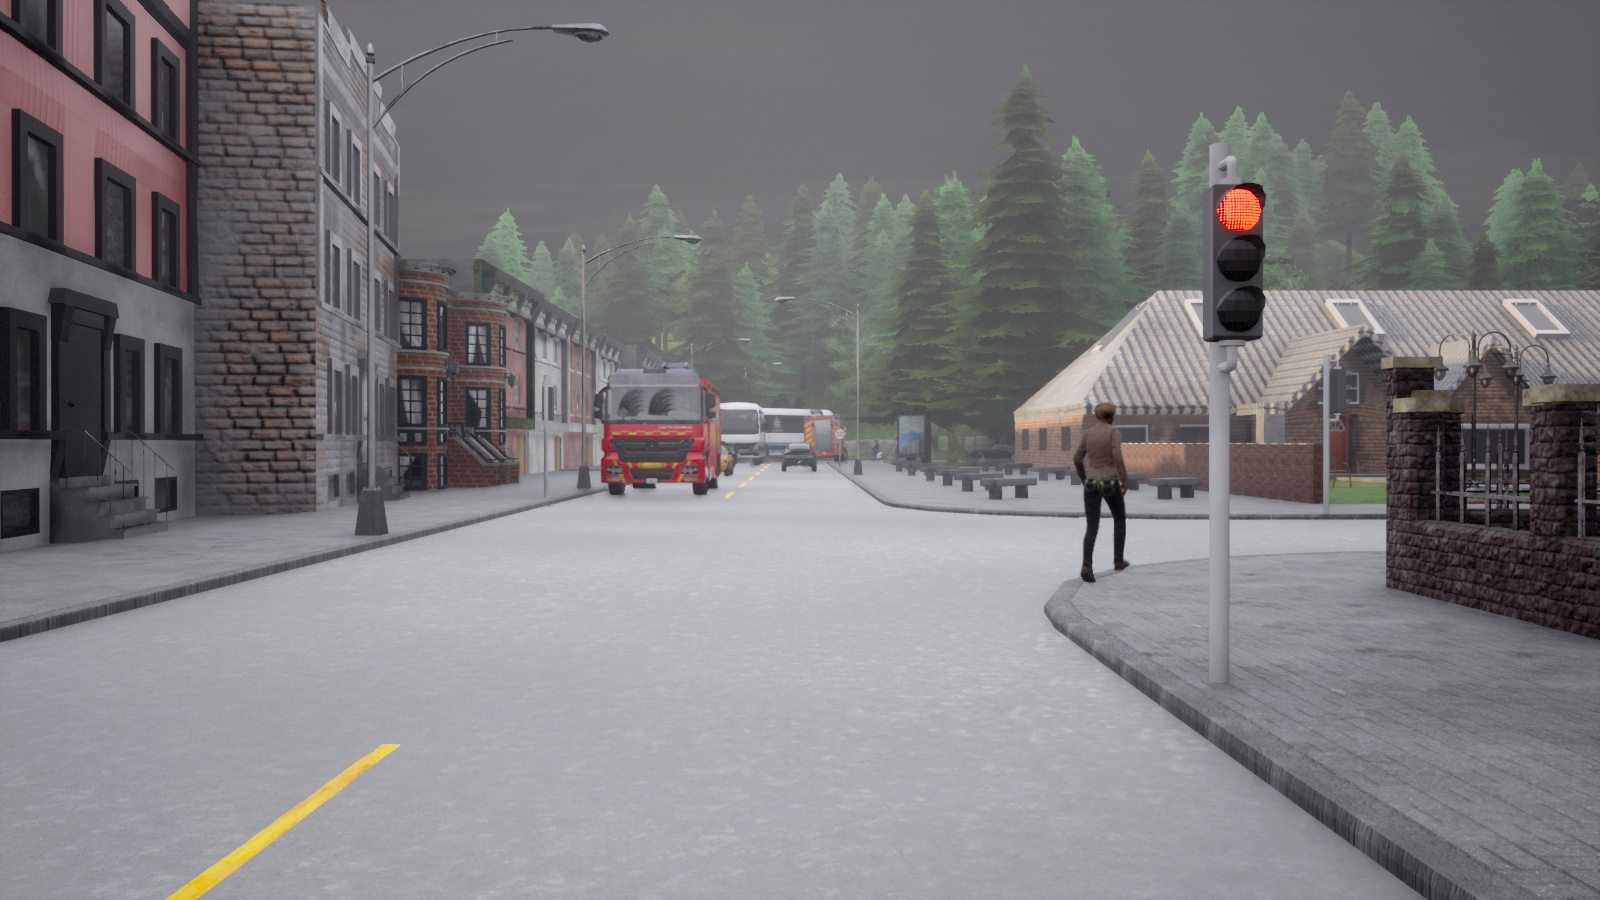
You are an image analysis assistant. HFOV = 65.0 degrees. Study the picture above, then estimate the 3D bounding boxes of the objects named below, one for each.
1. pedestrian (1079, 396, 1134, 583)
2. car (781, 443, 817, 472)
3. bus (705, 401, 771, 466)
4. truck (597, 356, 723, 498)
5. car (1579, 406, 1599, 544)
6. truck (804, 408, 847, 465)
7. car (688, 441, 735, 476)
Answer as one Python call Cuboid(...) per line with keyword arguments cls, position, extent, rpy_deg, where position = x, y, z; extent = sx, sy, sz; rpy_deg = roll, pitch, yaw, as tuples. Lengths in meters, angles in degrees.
Cuboid(cls="pedestrian", position=(3.115, 0.387, 12.754), extent=(0.331, 1.846, 0.634), rpy_deg=(0, 0, 35))
Cuboid(cls="car", position=(-0.043, 0.369, 67.665), extent=(1.837, 1.490, 4.892), rpy_deg=(0, 0, 0))
Cuboid(cls="bus", position=(-4.170, -1.124, 86.944), extent=(3.944, 4.253, 10.273), rpy_deg=(0, 0, 1))
Cuboid(cls="truck", position=(-4.041, -0.636, 38.056), extent=(2.891, 3.827, 8.468), rpy_deg=(0, 0, 0))
Cuboid(cls="car", position=(14.694, 0.375, 18.153), extent=(5.566, 2.045, 2.150), rpy_deg=(0, 0, -1))
Cuboid(cls="truck", position=(2.016, -0.964, 96.020), extent=(2.891, 3.827, 8.468), rpy_deg=(-4, -2, 2))
Cuboid(cls="car", position=(-4.051, 0.354, 57.939), extent=(1.801, 1.575, 5.366), rpy_deg=(0, 0, 0))
